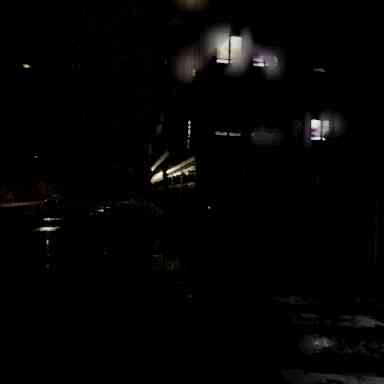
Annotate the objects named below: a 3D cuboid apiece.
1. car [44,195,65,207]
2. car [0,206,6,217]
[{"bbox_3d":[-20.778,1.241,50.395,2.097,1.767,4.553,1,0,-9],"label":"car"},{"bbox_3d":[-17.049,1.531,27.189,1.895,1.301,4.718,1,0,-10],"label":"car"}]
